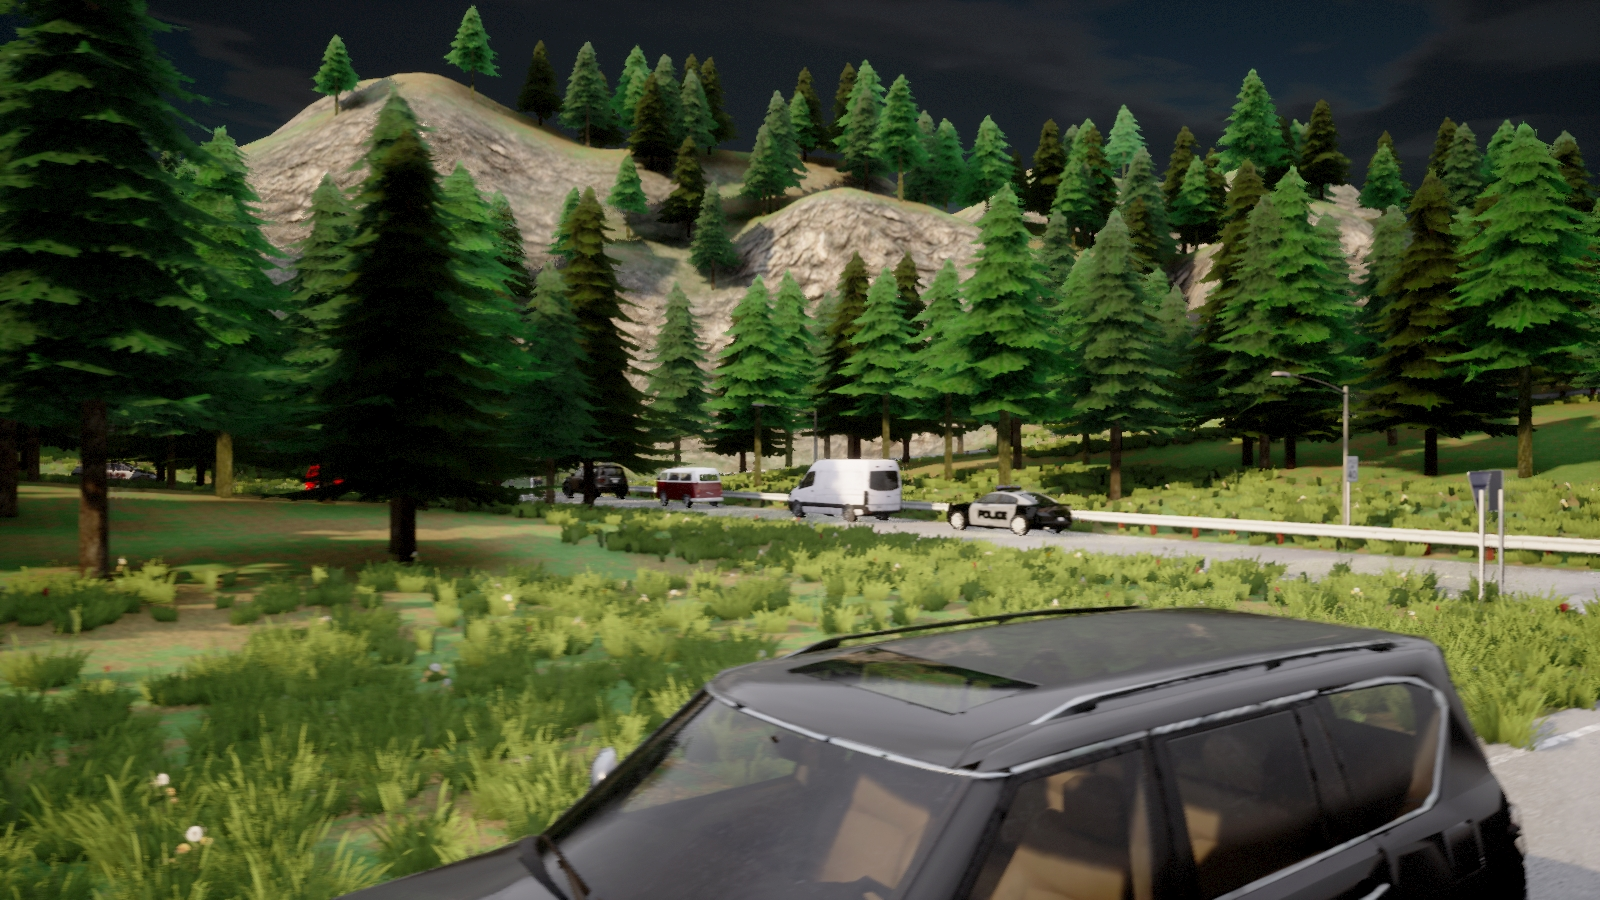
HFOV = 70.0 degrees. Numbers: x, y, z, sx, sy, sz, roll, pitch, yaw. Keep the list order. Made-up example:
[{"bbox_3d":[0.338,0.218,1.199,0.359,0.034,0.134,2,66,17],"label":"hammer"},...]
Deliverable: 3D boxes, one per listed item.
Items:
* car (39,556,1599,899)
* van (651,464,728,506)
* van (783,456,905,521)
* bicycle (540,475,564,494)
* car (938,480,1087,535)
[{"bbox_3d":[0.571,1.640,4.213,5.566,2.045,2.150,0,0,-35],"label":"car"},{"bbox_3d":[-5.778,1.782,59.318,2.069,2.038,4.480,0,0,-35],"label":"van"},{"bbox_3d":[1.765,1.535,48.565,1.988,2.561,5.915,0,0,-35],"label":"van"},{"bbox_3d":[-15.922,2.208,73.271,0.859,1.176,1.487,-2,1,-41],"label":"bicycle"},{"bbox_3d":[7.472,1.983,40.636,2.097,1.638,5.238,0,0,-35],"label":"car"}]
